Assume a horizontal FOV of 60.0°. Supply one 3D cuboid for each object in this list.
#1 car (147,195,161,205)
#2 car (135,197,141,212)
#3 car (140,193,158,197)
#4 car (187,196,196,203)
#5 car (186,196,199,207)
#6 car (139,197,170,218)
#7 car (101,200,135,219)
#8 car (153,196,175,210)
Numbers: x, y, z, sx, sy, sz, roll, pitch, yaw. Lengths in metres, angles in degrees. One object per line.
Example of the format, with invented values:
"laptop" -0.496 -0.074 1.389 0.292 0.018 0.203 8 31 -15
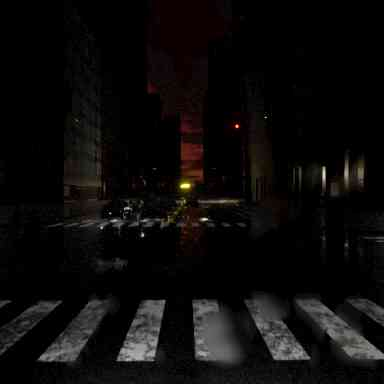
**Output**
"car" -6.661 1.360 58.994 2.097 1.767 4.553 0 0 -1
"car" -6.667 1.605 38.821 1.895 1.301 4.718 0 0 0
"car" -6.677 1.227 48.732 2.150 2.045 5.566 0 0 0
"car" -0.077 1.570 70.904 1.994 1.385 4.181 0 0 0
"car" 0.007 1.553 49.728 2.033 1.411 5.357 0 0 0
"car" -3.400 1.480 30.851 1.882 1.535 5.008 0 0 0
"car" -6.665 1.507 29.558 1.837 1.490 4.892 0 0 0
"car" -3.423 1.530 40.132 1.812 1.442 4.674 0 0 0
